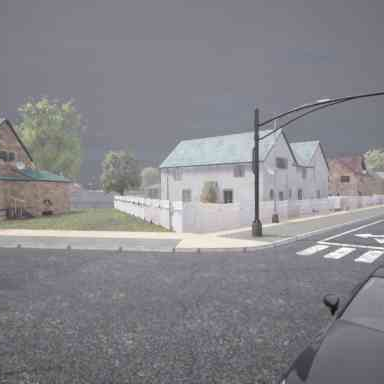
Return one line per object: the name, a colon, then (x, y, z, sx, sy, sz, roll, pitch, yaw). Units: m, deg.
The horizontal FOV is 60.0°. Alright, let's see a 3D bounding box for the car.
car: (2.551, 1.524, 3.451, 1.812, 1.442, 4.674, 0, 0, 42)
